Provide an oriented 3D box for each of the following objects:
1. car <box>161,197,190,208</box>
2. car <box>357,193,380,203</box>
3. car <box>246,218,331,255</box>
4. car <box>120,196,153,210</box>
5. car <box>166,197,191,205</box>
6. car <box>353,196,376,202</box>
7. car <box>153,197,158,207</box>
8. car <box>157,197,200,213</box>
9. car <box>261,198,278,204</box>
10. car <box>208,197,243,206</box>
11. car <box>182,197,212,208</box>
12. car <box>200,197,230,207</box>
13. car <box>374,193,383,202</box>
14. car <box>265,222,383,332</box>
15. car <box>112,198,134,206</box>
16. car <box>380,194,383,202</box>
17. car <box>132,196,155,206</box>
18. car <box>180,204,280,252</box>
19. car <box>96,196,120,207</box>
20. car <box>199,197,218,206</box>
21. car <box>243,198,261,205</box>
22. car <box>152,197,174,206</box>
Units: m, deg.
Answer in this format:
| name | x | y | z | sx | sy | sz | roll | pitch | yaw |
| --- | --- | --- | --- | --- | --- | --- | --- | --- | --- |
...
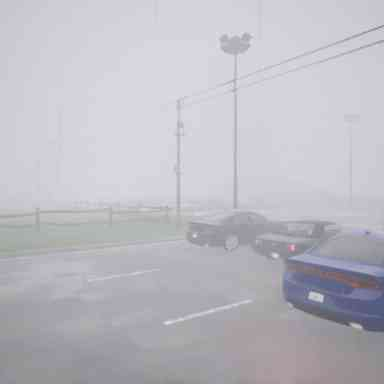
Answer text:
| name | x | y | z | sx | sy | sz | roll | pitch | yaw |
| --- | --- | --- | --- | --- | --- | --- | --- | --- | --- |
| car | -2.512 | 1.549 | 49.219 | 1.837 | 1.490 | 4.892 | 0 | 0 | -36 |
| car | 40.466 | 1.350 | 75.373 | 2.150 | 2.045 | 5.566 | 0 | 0 | -7 |
| car | 4.257 | 1.617 | 11.338 | 4.718 | 1.301 | 1.895 | 0 | 0 | -38 |
| car | -7.422 | 1.597 | 44.063 | 1.994 | 1.385 | 4.181 | 0 | 0 | -36 |
| car | -2.565 | 1.604 | 61.311 | 2.033 | 1.411 | 5.357 | 0 | 0 | -36 |
| car | 42.625 | 1.660 | 82.276 | 2.128 | 1.511 | 4.902 | 0 | 0 | -18 |
| car | -5.599 | 1.544 | 47.509 | 1.837 | 1.490 | 4.892 | 0 | 0 | -36 |
| car | -1.532 | 1.559 | 35.997 | 1.812 | 1.442 | 4.674 | 0 | 0 | -36 |
| car | 9.481 | 1.560 | 44.657 | 1.837 | 1.490 | 4.892 | 0 | 0 | -36 |
| car | 3.443 | 1.536 | 41.051 | 2.128 | 1.511 | 4.902 | 0 | 0 | -36 |
| car | 0.697 | 1.542 | 50.772 | 2.128 | 1.511 | 4.902 | 0 | 0 | -36 |
| car | 3.598 | 1.547 | 52.749 | 2.128 | 1.511 | 4.902 | 0 | 0 | -36 |
| car | 46.805 | 1.363 | 79.988 | 2.150 | 2.045 | 5.566 | 0 | 0 | -14 |
| car | 3.923 | 1.489 | 6.659 | 5.008 | 1.535 | 1.882 | 0 | 0 | -37 |
| car | -11.655 | 1.640 | 55.872 | 1.895 | 1.301 | 4.718 | 0 | 0 | -36 |
| car | 44.209 | 1.352 | 72.249 | 2.150 | 2.045 | 5.566 | 0 | 0 | -4 |
| car | -8.500 | 1.522 | 57.498 | 1.882 | 1.535 | 5.008 | 0 | 0 | -36 |
| car | 2.059 | 1.494 | 14.065 | 5.008 | 1.535 | 1.882 | 0 | 0 | -38 |
| car | -13.320 | 1.385 | 52.169 | 2.097 | 1.767 | 4.553 | 0 | 0 | -36 |
| car | 0.495 | 1.639 | 39.151 | 1.895 | 1.301 | 4.718 | 0 | 0 | -36 |
| car | 6.214 | 1.575 | 43.210 | 1.812 | 1.442 | 4.674 | 0 | 0 | -36 |
| car | -5.110 | 1.614 | 58.825 | 1.994 | 1.385 | 4.181 | 0 | 0 | -36 |
